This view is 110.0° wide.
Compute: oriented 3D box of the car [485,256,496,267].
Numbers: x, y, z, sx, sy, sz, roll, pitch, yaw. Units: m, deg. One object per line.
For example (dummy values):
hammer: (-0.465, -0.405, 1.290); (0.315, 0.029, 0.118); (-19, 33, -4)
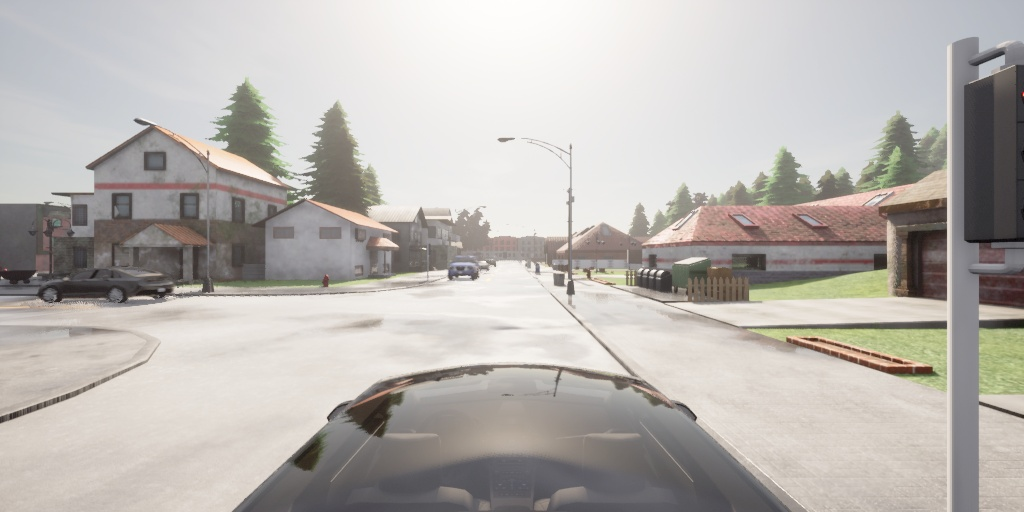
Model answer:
car: (-3.980, 1.002, 65.049); (2.150, 2.045, 5.566); (0, 0, 0)

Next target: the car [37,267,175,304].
car: (-17.830, 1.254, 15.859); (4.892, 1.490, 1.837); (0, 0, 2)

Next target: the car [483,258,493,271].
car: (-4.078, 1.314, 48.206); (1.994, 1.385, 4.181); (0, 0, 0)

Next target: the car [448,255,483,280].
car: (-4.089, 0.971, 31.043); (2.150, 2.045, 5.566); (0, 0, 0)
